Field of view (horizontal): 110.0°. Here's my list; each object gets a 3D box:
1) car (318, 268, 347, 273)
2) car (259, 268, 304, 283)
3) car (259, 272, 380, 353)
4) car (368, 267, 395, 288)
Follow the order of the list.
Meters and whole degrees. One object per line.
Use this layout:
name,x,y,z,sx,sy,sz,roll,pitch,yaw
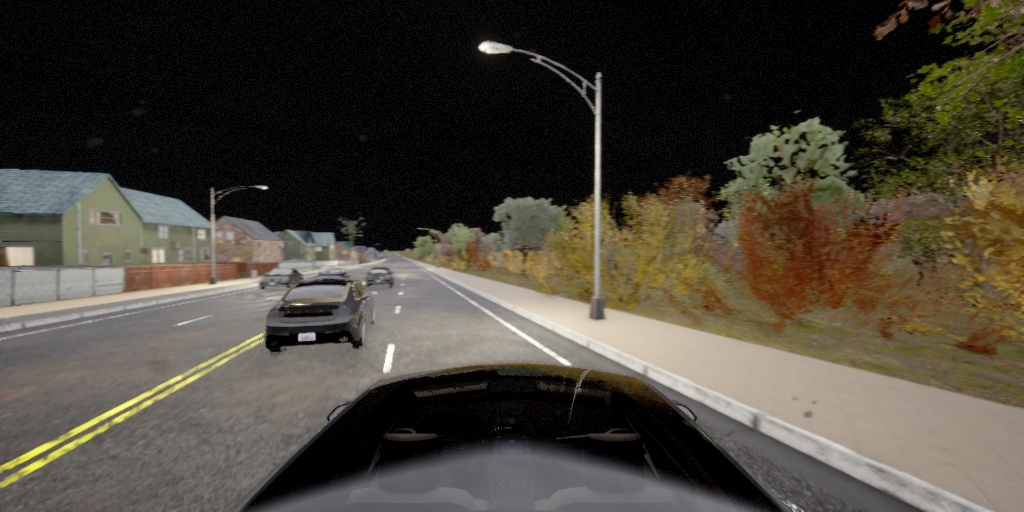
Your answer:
car,-13.391,1.606,26.936,1.994,1.385,4.181,0,0,-16
car,-16.479,1.579,25.914,1.812,1.442,4.674,0,0,-16
car,-4.657,1.350,9.286,1.837,1.490,4.892,0,0,-16
car,-9.676,1.540,26.461,1.812,1.442,4.674,0,0,-16
